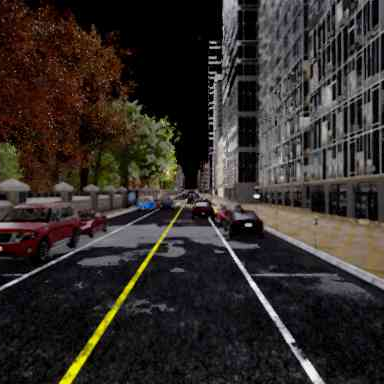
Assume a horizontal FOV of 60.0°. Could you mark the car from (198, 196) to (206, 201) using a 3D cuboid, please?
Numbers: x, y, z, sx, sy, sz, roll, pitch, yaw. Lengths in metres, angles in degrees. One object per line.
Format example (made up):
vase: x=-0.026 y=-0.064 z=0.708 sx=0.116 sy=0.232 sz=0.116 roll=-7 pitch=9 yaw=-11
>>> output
car: x=2.700 y=1.674 z=91.801 sx=1.947 sy=1.339 sz=4.313 roll=0 pitch=0 yaw=0

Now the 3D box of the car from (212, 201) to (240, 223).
car: x=2.696 y=1.504 z=23.623 sx=1.967 sy=1.590 sz=4.097 roll=0 pitch=0 yaw=0

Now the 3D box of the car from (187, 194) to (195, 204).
car: x=0.003 y=1.617 z=64.128 sx=1.837 sy=1.490 sz=4.892 roll=0 pitch=0 yaw=0

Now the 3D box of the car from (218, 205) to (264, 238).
car: x=2.695 y=1.617 z=17.941 sx=1.947 sy=1.339 sz=4.313 roll=0 pitch=0 yaw=0

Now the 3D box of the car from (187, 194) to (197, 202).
car: x=0.004 y=1.338 z=79.099 sx=2.097 sy=1.767 sz=4.553 roll=0 pitch=0 yaw=0

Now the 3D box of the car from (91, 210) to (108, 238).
car: x=-5.686 y=1.633 z=17.945 sx=1.802 sy=1.307 sz=4.206 roll=0 pitch=0 yaw=0

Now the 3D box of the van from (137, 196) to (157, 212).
van: x=-5.683 y=1.434 z=40.680 sx=1.690 sy=1.788 sz=3.998 roll=0 pitch=0 yaw=0

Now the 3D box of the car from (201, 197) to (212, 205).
car: x=2.698 y=1.694 z=63.395 sx=1.802 sy=1.307 sz=4.206 roll=0 pitch=0 yaw=0

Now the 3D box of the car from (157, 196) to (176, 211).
car: x=-3.092 y=1.643 z=43.169 sx=2.033 sy=1.411 sz=5.357 roll=0 pitch=0 yaw=0

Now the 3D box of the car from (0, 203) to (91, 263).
car: x=-5.685 y=1.352 z=12.264 sx=2.192 sy=1.841 sz=5.009 roll=0 pitch=0 yaw=0

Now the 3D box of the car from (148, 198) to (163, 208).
car: x=-5.684 y=1.687 z=52.046 sx=1.802 sy=1.307 sz=4.206 roll=0 pitch=0 yaw=0

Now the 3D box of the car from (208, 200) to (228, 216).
car: x=2.696 y=1.611 z=35.158 sx=1.752 sy=1.417 sz=4.829 roll=0 pitch=0 yaw=0

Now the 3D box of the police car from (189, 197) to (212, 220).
police car: x=0.902 y=1.500 z=28.793 sx=1.930 sy=1.638 sz=5.238 roll=0 pitch=0 yaw=0

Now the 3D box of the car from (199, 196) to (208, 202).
car: x=2.699 y=1.658 z=80.439 sx=1.887 sy=1.381 sz=4.507 roll=0 pitch=0 yaw=0

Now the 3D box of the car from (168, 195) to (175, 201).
car: x=-5.681 y=1.633 z=91.656 sx=1.752 sy=1.417 sz=4.829 roll=0 pitch=0 yaw=0

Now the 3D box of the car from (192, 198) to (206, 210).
car: x=0.902 y=1.603 z=44.683 sx=1.837 sy=1.490 sz=4.892 roll=0 pitch=0 yaw=0
